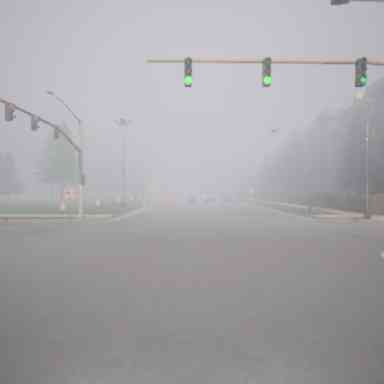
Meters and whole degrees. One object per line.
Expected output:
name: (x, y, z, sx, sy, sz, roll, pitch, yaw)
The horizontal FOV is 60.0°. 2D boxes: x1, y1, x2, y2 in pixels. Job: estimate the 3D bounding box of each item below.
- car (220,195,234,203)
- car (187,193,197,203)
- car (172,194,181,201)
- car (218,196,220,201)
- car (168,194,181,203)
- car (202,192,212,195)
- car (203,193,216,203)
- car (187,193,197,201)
car: (7.002, 1.438, 64.536, 1.895, 1.301, 4.718, 0, 0, 0)
car: (0.002, 1.401, 64.472, 1.994, 1.385, 4.181, 0, 0, 0)
car: (-3.499, 1.257, 74.506, 1.812, 1.442, 4.674, 0, 0, 0)
car: (7.001, 1.273, 74.507, 2.033, 1.411, 5.357, 0, 0, 0)
car: (-3.498, 1.189, 64.475, 2.097, 1.767, 4.553, 0, 0, 0)
car: (3.501, 0.958, 74.536, 2.150, 2.045, 5.566, 0, 0, 0)
car: (3.502, 1.401, 64.506, 1.994, 1.385, 4.181, 0, 0, 0)
car: (0.001, 1.088, 74.476, 2.097, 1.767, 4.553, 0, 0, 0)
